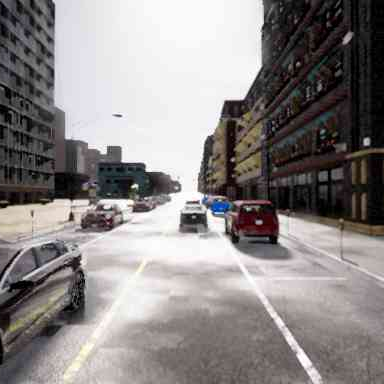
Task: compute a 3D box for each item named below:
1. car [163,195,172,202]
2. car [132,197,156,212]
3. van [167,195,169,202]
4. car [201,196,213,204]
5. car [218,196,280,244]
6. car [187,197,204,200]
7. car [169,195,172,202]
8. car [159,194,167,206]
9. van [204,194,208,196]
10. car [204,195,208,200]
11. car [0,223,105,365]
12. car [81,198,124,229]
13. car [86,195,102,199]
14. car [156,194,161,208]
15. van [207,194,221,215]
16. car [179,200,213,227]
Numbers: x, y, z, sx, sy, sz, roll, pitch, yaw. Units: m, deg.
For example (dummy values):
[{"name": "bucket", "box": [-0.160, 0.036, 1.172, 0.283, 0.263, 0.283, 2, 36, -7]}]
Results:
[{"name": "car", "box": [-5.659, 1.452, 77.869, 1.887, 1.381, 4.507, 1, 0, 0]}, {"name": "car", "box": [-5.657, 1.414, 38.348, 1.967, 1.590, 4.097, 1, 0, 0]}, {"name": "van", "box": [-5.653, 1.282, 60.931, 1.690, 1.788, 3.998, 1, 0, 0]}, {"name": "car", "box": [2.691, 1.507, 60.966, 1.947, 1.339, 4.313, 1, 0, 0]}, {"name": "car", "box": [2.701, 1.308, 15.795, 2.192, 1.841, 5.009, 1, 0, 0]}, {"name": "car", "box": [0.095, 1.460, 42.863, 2.128, 1.511, 4.902, 0, 0, 0]}, {"name": "car", "box": [-5.656, 1.359, 72.223, 1.967, 1.590, 4.097, 1, 0, 0]}, {"name": "car", "box": [-5.655, 1.495, 55.285, 1.887, 1.381, 4.507, 1, 0, 0]}, {"name": "van", "box": [2.695, 1.292, 55.320, 1.690, 1.788, 3.998, 1, 0, 0]}, {"name": "car", "box": [2.694, 1.512, 44.029, 1.887, 1.381, 4.507, 1, 0, 0]}, {"name": "car", "box": [-3.072, 1.490, 4.932, 2.128, 1.511, 4.902, 0, 0, 0]}, {"name": "car", "box": [-5.685, 1.430, 21.410, 1.967, 1.590, 4.097, 1, 0, 0]}, {"name": "car", "box": [-26.391, 1.372, 89.633, 4.097, 1.590, 1.967, 0, 0, 1]}, {"name": "car", "box": [-5.652, 1.407, 43.994, 1.967, 1.590, 4.097, 1, 0, 0]}, {"name": "van", "box": [2.698, 1.322, 32.734, 1.690, 1.788, 3.998, 1, 0, 0]}, {"name": "car", "box": [0.097, 1.536, 22.489, 2.033, 1.411, 5.357, 0, 0, 0]}]
